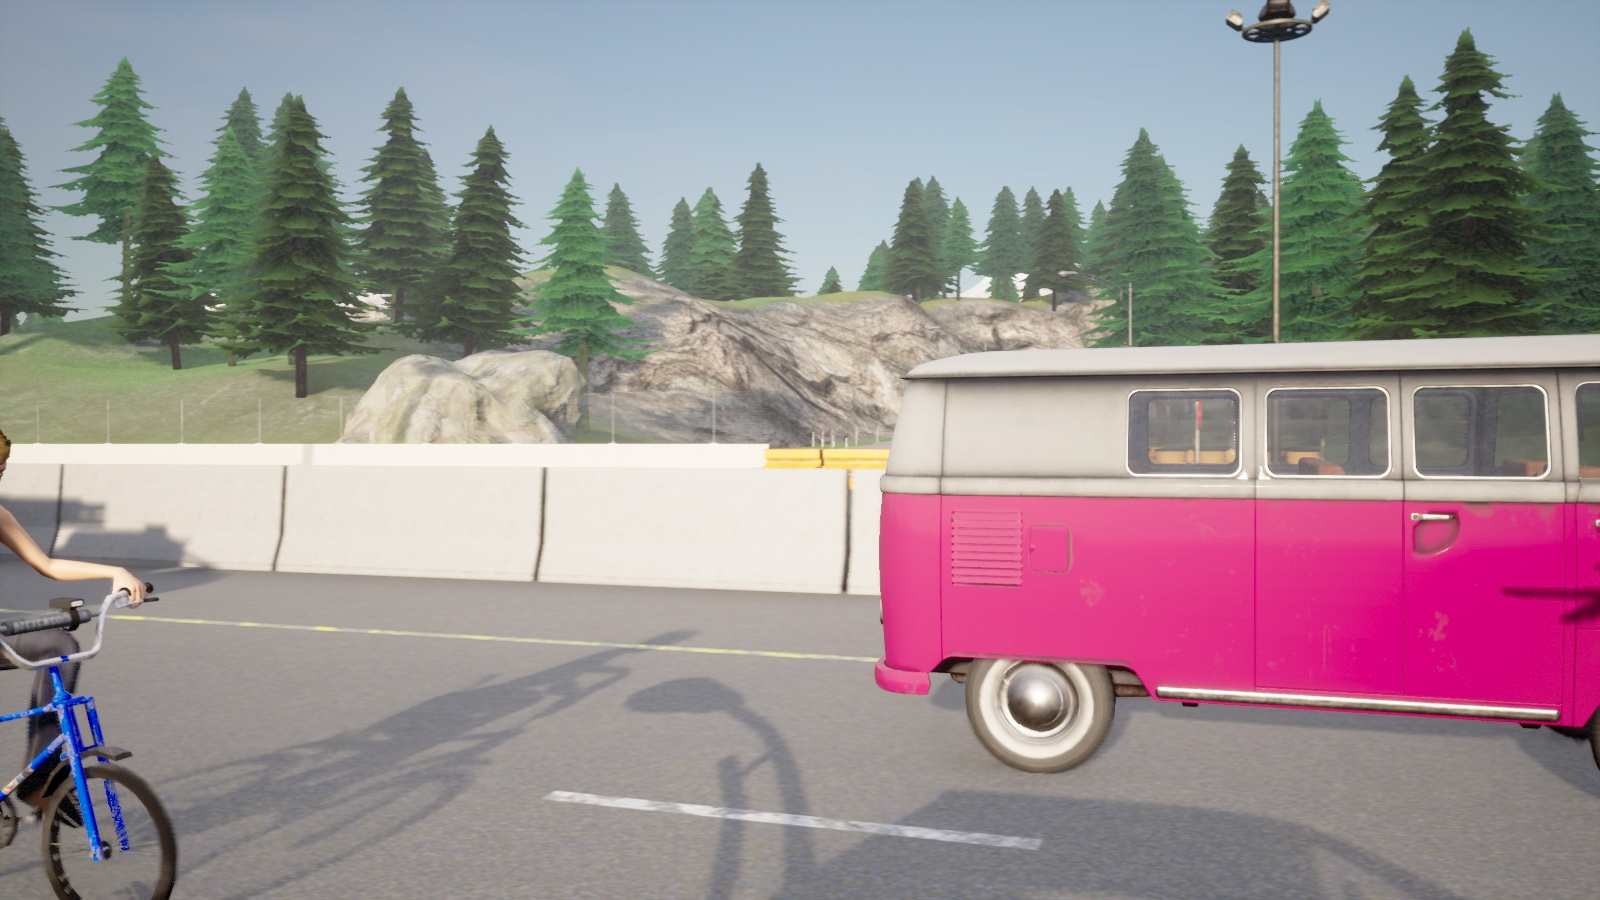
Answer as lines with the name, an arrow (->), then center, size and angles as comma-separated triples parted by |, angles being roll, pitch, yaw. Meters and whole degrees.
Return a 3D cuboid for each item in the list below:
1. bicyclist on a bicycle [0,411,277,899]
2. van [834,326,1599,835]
bicyclist on a bicycle -> -2.626, 0.688, 4.081 | 1.509, 1.612, 0.866 | 1, 1, 19
van -> 2.551, 0.492, 6.024 | 4.442, 1.987, 1.775 | 1, 1, 19
